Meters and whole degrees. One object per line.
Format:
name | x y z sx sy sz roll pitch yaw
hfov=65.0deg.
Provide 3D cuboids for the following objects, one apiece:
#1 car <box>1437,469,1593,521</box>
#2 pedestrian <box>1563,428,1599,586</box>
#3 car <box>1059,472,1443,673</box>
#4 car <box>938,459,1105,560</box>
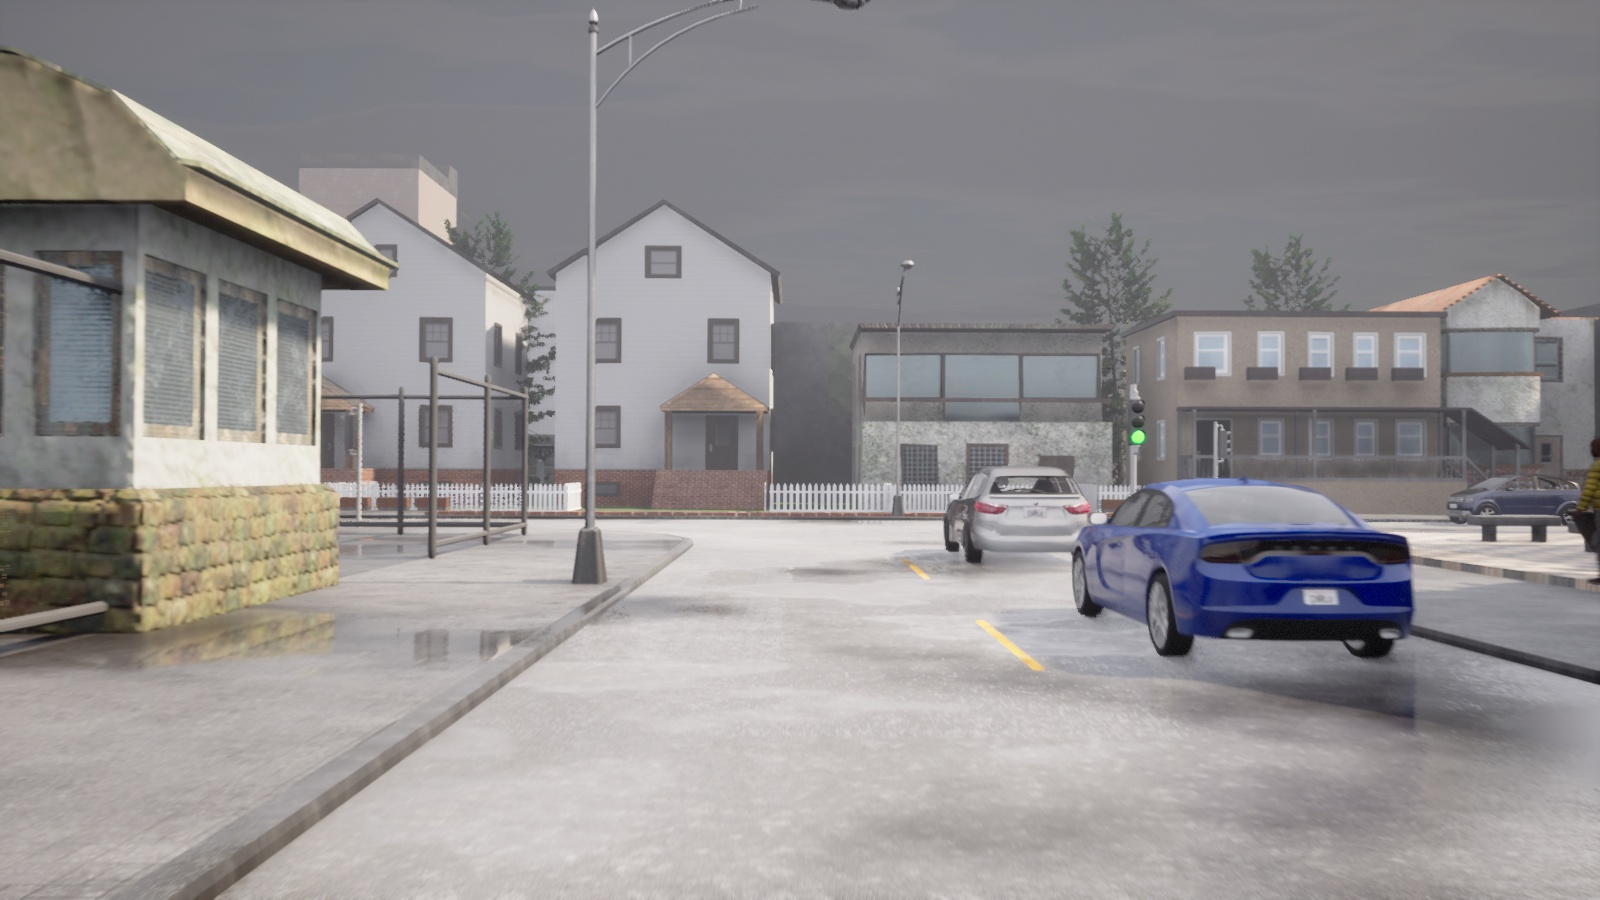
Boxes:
car | 21.702 1.349 38.197 3.705 1.549 1.789 0 -1 -1
pedestrian | 9.486 0.668 14.814 0.370 1.835 0.726 0 -1 -22
car | 3.970 0.981 12.129 1.882 1.535 5.008 0 -1 0
car | 3.942 1.034 23.233 2.242 1.667 4.611 0 -1 0
